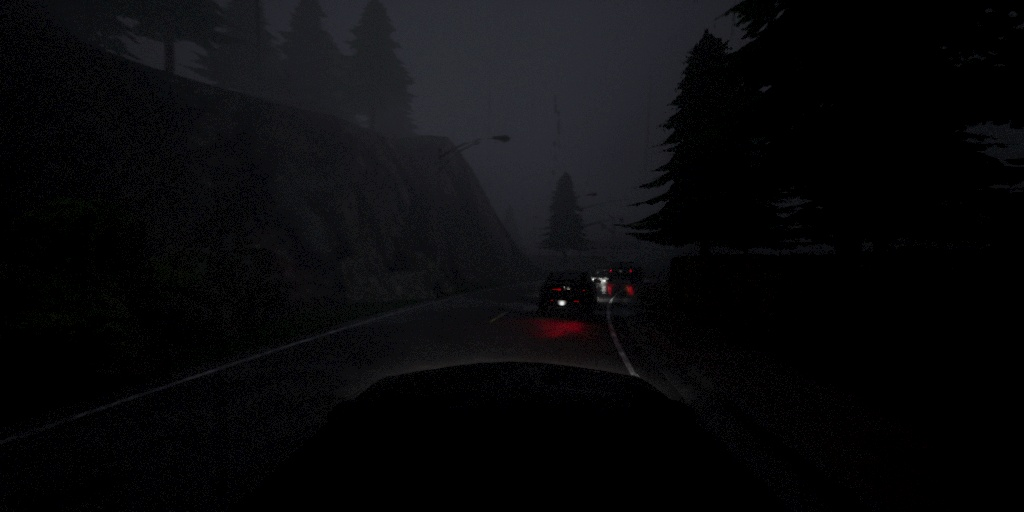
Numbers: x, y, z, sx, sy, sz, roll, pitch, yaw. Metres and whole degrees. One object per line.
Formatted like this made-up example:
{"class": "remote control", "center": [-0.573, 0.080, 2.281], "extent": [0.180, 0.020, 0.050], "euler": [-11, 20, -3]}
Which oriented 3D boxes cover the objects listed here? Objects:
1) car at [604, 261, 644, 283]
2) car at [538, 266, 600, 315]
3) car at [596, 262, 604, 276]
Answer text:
{"class": "car", "center": [9.630, 1.233, 30.044], "extent": [2.097, 1.767, 4.553], "euler": [1, 0, 31]}
{"class": "car", "center": [2.276, 1.279, 13.937], "extent": [1.837, 1.490, 4.892], "euler": [1, 0, 16]}
{"class": "car", "center": [9.751, 1.373, 37.144], "extent": [2.128, 1.511, 4.902], "euler": [1, 0, 33]}
